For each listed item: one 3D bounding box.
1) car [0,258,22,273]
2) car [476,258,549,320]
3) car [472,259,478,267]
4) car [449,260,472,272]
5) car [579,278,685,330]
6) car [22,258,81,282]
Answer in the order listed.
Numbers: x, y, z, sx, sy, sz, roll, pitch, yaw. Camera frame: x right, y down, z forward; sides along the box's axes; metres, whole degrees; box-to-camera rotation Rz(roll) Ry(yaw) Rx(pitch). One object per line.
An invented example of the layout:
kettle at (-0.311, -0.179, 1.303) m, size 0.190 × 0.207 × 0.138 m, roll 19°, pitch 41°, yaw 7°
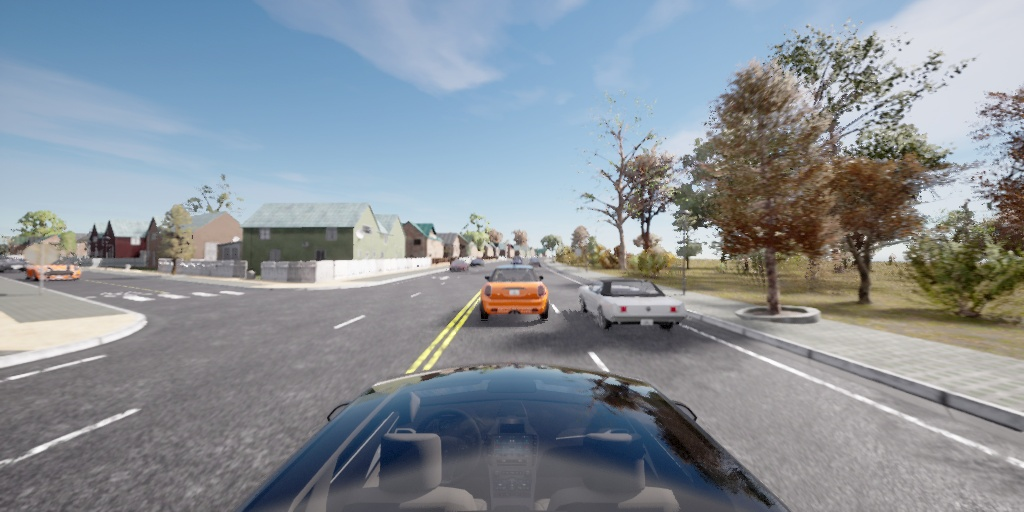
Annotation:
car at (-52.344, 0.979, 37.670) m, size 4.902 × 1.511 × 2.128 m, roll 0°, pitch -1°, yaw 31°
car at (0.080, 1.082, 12.641) m, size 2.097 × 1.767 × 4.553 m, roll 0°, pitch 0°, yaw 0°
car at (-5.836, 1.170, 61.162) m, size 2.033 × 1.411 × 5.357 m, roll 0°, pitch 0°, yaw 3°
car at (-6.400, 1.192, 43.558) m, size 1.812 × 1.442 × 4.674 m, roll 0°, pitch 0°, yaw 1°
car at (3.328, 1.334, 11.018) m, size 1.895 × 1.301 × 4.718 m, roll 0°, pitch 0°, yaw 0°
car at (-33.897, 0.925, 26.512) m, size 4.553 × 1.767 × 2.097 m, roll 0°, pitch -1°, yaw 31°
